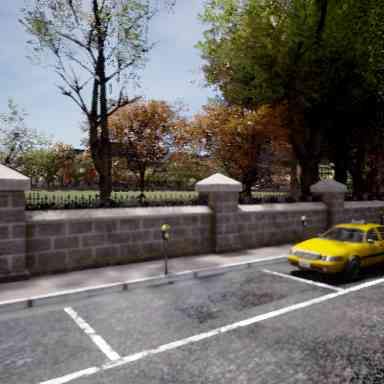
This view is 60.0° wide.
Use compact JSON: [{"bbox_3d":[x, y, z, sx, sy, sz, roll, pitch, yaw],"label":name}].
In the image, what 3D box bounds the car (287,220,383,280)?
[{"bbox_3d":[4.885,1.546,10.021,4.829,1.417,1.752,0,0,-35],"label":"car"}]
